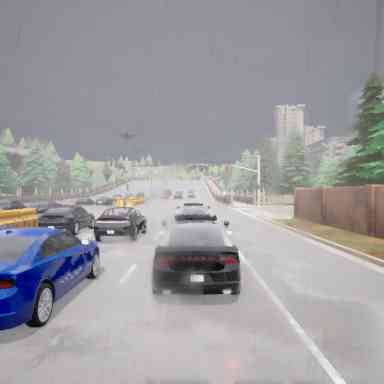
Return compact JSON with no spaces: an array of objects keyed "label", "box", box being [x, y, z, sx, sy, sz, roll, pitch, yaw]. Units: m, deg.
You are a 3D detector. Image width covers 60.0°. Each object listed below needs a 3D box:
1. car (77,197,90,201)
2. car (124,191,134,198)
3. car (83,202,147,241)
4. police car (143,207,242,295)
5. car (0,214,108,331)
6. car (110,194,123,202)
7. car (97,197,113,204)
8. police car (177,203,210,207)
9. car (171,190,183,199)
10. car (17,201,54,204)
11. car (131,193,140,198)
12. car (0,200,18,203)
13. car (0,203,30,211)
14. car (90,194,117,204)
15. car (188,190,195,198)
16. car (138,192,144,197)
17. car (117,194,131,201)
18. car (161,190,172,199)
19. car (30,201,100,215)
[{"label":"car","box":[-17.611,1.565,54.598,1.994,1.385,4.181,0,0,0]},{"label":"car","box":[-17.673,0.687,92.783,1.994,1.385,4.181,0,4,0]},{"label":"car","box":[-3.417,1.492,16.528,2.128,1.511,4.902,0,0,1]},{"label":"police car","box":[0.096,1.425,8.868,1.930,1.638,5.238,0,0,0]},{"label":"car","box":[-3.404,1.478,7.022,1.882,1.535,5.008,0,0,0]},{"label":"car","box":[-17.583,1.306,77.688,2.097,1.767,4.553,0,1,0]},{"label":"car","box":[-17.531,1.597,67.311,1.895,1.301,4.718,0,0,0]},{"label":"police car","box":[0.090,1.425,18.771,1.930,1.638,5.238,0,0,0]},{"label":"car","box":[-3.645,0.903,88.111,2.097,1.767,4.553,0,3,0]},{"label":"car","box":[-14.115,1.547,31.858,2.033,1.411,5.357,0,0,0]},{"label":"car","box":[-14.076,1.488,76.545,2.128,1.511,4.902,0,0,0]},{"label":"car","box":[-17.616,1.505,31.532,1.837,1.490,4.892,0,0,0]},{"label":"car","box":[-6.905,1.352,9.566,2.097,1.767,4.553,0,0,0]},{"label":"car","box":[-14.113,1.492,53.416,2.128,1.511,4.902,0,0,0]},{"label":"car","box":[-0.164,0.931,91.320,1.895,1.301,4.718,0,4,0]},{"label":"car","box":[-14.161,0.787,90.737,1.882,1.535,5.008,0,3,0]},{"label":"car","box":[-14.050,1.564,66.377,1.994,1.385,4.181,0,0,0]},{"label":"car","box":[-7.147,1.071,88.534,1.994,1.385,4.181,0,4,0]},{"label":"car","box":[-6.909,1.505,18.730,1.837,1.490,4.892,0,0,0]}]
